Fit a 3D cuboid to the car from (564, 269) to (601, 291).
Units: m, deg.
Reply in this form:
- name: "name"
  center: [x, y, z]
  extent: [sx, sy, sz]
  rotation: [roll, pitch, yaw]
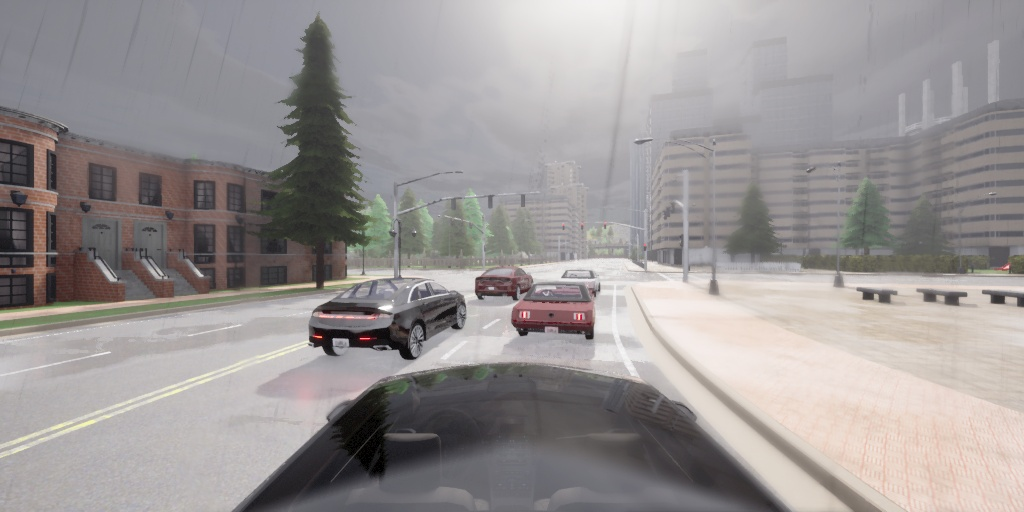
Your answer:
- name: "car"
  center: [3.634, 1.351, 18.986]
  extent: [1.895, 1.301, 4.718]
  rotation: [0, 0, 17]

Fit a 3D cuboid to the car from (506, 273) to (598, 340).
- name: "car"
  center: [1.381, 1.351, 10.098]
  extent: [1.895, 1.301, 4.718]
  rotation: [0, 0, 13]

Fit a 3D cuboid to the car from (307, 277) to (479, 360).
- name: "car"
  center: [-2.491, 1.242, 8.428]
  extent: [2.128, 1.511, 4.902]
  rotation: [0, 0, 9]

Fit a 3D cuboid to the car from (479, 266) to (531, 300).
- name: "car"
  center: [-0.237, 1.228, 17.645]
  extent: [1.882, 1.535, 5.008]
  rotation: [0, 0, 15]
